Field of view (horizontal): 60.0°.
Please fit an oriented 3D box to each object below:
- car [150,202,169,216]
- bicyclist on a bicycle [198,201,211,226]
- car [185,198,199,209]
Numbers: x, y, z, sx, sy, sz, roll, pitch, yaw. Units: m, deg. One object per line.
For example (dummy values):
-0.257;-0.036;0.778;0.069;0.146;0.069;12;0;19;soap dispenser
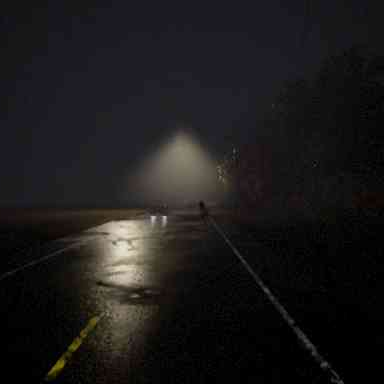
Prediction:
-3.589;1.893;37.643;2.033;1.411;5.357;0;-1;0;car
0.997;1.663;24.561;0.866;1.612;1.509;0;-1;0;bicyclist on a bicycle
0.105;2.081;56.246;1.994;1.385;4.181;0;0;0;car
